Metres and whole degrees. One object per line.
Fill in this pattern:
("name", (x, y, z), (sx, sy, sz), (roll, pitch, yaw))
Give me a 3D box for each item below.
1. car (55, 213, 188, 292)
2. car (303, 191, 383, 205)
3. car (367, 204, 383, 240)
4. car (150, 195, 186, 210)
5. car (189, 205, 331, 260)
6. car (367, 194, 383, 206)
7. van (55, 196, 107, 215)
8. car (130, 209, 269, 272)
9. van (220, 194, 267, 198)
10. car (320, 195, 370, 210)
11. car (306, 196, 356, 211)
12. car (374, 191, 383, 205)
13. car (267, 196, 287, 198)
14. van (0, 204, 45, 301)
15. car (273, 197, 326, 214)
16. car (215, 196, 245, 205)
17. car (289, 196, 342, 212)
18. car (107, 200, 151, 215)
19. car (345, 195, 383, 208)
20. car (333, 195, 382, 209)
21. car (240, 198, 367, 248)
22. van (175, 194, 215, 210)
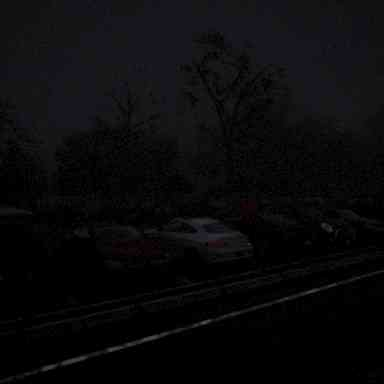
("car", (-2.324, 1.555, 9.359), (2.002, 1.452, 4.674), (-1, 0, -35))
("car", (9.173, 1.138, 17.580), (2.435, 2.045, 5.566), (-1, 0, -35))
("car", (6.889, 1.455, 15.921), (2.002, 1.452, 4.674), (-1, 0, -35))
("car", (-2.835, 1.316, 24.387), (2.185, 1.767, 4.553), (-1, 0, -35))
("car", (2.290, 1.467, 12.636), (2.097, 1.535, 5.008), (-1, 0, -35))
("car", (27.141, 1.100, 45.787), (2.231, 1.521, 4.892), (-1, 0, -35))
("van", (-7.286, 1.267, 21.112), (1.878, 1.987, 4.442), (-1, 0, -35))
("car", (-0.012, 1.533, 10.999), (2.002, 1.452, 4.674), (-1, 0, -35))
("van", (4.082, 1.137, 29.491), (1.878, 1.987, 4.442), (-1, 0, -35))
("car", (17.951, 1.206, 39.222), (2.097, 1.535, 5.008), (-1, 0, -35))
("car", (15.631, 1.262, 37.611), (2.163, 1.488, 4.792), (-1, 0, -35))
("car", (29.357, 0.820, 47.324), (2.435, 2.045, 5.566), (-1, 0, -35))
("car", (6.345, 1.337, 30.967), (2.097, 1.535, 5.008), (-1, 0, -35))
("van", (-4.799, 1.289, 7.736), (1.878, 1.987, 4.442), (0, 0, -35))
("car", (10.950, 1.285, 34.235), (2.097, 1.535, 5.008), (-1, 0, -35))
("car", (1.846, 1.390, 27.765), (2.231, 1.521, 4.892), (-1, 0, -35))
("car", (13.244, 1.259, 35.881), (2.097, 1.535, 5.008), (-1, 0, -35))
("car", (-5.068, 1.496, 22.874), (2.163, 1.488, 4.792), (-1, 0, -35))
("car", (22.550, 1.155, 42.499), (2.231, 1.521, 4.892), (-1, 0, -35))
("car", (20.250, 1.180, 40.860), (2.097, 1.535, 5.008), (-1, 0, -35))
("car", (4.569, 1.316, 14.304), (2.185, 1.767, 4.553), (-1, 0, -35))
("van", (-0.522, 1.189, 26.216), (1.878, 1.987, 4.442), (-1, 0, -35))
